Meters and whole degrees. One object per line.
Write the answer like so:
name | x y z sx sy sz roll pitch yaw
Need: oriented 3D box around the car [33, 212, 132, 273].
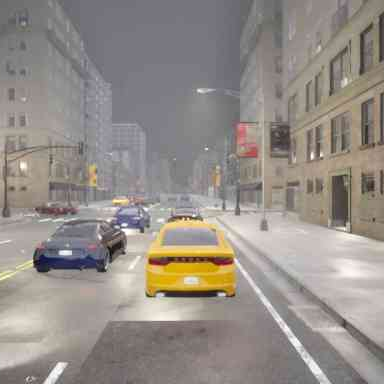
car | -3.356 1.564 10.722 1.994 1.385 4.181 0 0 -1

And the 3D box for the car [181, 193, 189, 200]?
car | -1.889 1.237 90.626 2.097 1.767 4.553 0 0 -1

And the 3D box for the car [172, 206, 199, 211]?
car | -0.354 1.507 18.065 1.837 1.490 4.892 0 0 -1

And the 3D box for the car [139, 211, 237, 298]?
car | -0.054 1.478 8.584 1.882 1.535 5.008 0 0 -1

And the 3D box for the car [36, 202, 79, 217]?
car | -12.433 1.589 30.684 4.718 1.301 1.895 0 0 40

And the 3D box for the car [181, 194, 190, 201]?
car | -1.677 1.367 80.625 2.097 1.767 4.553 0 0 -1

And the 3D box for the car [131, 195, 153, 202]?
car | -7.646 1.614 51.090 1.895 1.301 4.718 0 0 -1

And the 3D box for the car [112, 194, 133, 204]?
car | -10.899 1.491 51.128 1.882 1.535 5.008 0 0 -1

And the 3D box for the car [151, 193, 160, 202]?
car | -7.980 1.241 71.208 2.150 2.045 5.566 0 0 -1

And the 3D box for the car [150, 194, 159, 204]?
car | -7.816 1.563 60.733 2.033 1.411 5.357 0 0 -1

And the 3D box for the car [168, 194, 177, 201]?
car | -4.962 1.567 82.205 1.994 1.385 4.181 0 0 -1

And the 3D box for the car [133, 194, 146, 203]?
car | -11.227 1.371 71.052 2.097 1.767 4.553 0 0 -1

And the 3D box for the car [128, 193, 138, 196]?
car | -11.075 1.237 61.063 2.150 2.045 5.566 0 0 -1

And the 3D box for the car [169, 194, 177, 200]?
car | -5.164 1.369 91.804 2.097 1.767 4.553 0 0 -1

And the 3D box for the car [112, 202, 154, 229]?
car | -3.535 1.528 19.464 1.812 1.442 4.674 0 0 -1
